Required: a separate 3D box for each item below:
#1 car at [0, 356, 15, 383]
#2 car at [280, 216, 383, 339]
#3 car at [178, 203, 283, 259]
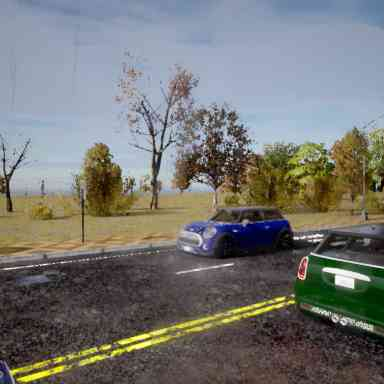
[{"bbox_3d":[-3.061,1.352,1.199,4.553,1.767,2.097,0,0,-36],"label":"car"},{"bbox_3d":[4.027,1.351,6.137,4.553,1.767,2.097,0,0,-34],"label":"car"},{"bbox_3d":[1.708,1.350,12.659,4.553,1.767,2.097,0,0,-34],"label":"car"}]
